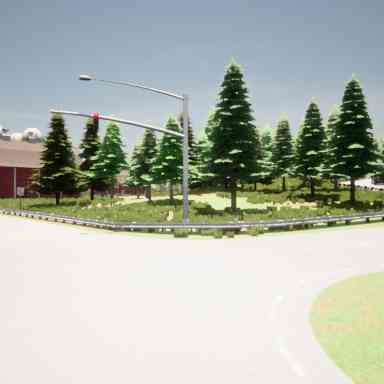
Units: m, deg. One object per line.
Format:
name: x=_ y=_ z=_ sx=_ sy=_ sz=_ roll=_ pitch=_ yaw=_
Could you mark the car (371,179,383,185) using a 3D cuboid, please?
car: x=29.049 y=-1.912 z=51.483 sx=1.837 sy=1.490 sz=4.892 roll=0 pitch=5 yaw=21
